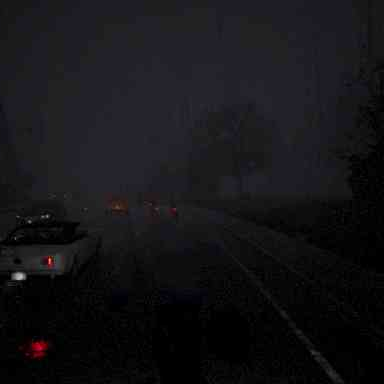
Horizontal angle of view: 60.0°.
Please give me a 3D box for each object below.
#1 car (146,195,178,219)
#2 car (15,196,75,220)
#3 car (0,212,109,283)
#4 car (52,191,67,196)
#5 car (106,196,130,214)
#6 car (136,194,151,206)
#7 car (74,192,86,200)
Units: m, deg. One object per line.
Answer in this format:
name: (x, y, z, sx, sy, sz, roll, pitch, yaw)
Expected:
car: (-2.185, 1.202, 25.363, 2.033, 1.411, 5.357, 0, 1, -9)
car: (-8.556, 1.227, 19.265, 2.128, 1.511, 4.902, 0, 1, -8)
car: (-3.804, 1.474, 9.278, 1.895, 1.301, 4.718, 0, 1, -4)
car: (-22.225, 0.570, 55.755, 2.097, 1.767, 4.553, 0, 1, -23)
car: (-6.559, 1.074, 29.482, 1.882, 1.535, 5.008, 0, 1, -11)
car: (-5.865, 0.930, 41.291, 2.128, 1.511, 4.902, 0, 1, -15)
car: (-20.055, 0.697, 59.606, 1.812, 1.442, 4.674, 0, 1, -23)
